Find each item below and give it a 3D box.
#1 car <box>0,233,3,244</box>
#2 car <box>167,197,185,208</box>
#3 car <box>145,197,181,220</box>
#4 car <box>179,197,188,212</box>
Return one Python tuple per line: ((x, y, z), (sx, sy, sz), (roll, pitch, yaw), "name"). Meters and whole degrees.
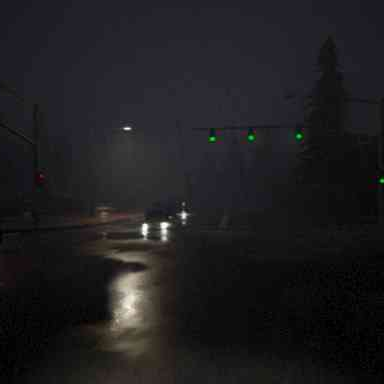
((-9.300, 1.690, 12.038), (4.718, 1.301, 1.895), (-1, 0, 23), "car")
((-2.522, 1.525, 50.202), (1.812, 1.442, 4.674), (-1, 0, -14), "car")
((-2.576, 1.489, 28.412), (1.882, 1.535, 5.008), (-1, 0, 8), "car")
((-1.605, 1.348, 38.315), (2.097, 1.767, 4.553), (-1, 0, 3), "car")
